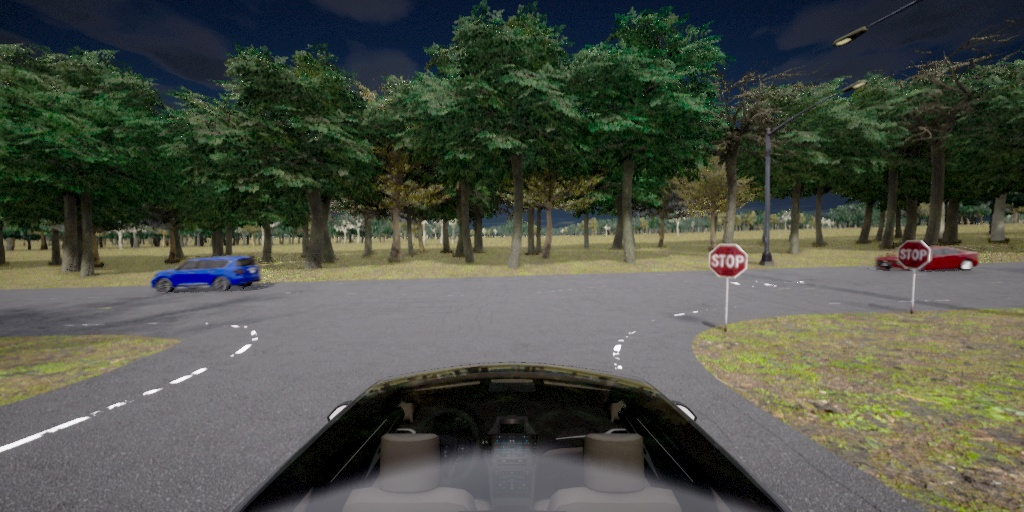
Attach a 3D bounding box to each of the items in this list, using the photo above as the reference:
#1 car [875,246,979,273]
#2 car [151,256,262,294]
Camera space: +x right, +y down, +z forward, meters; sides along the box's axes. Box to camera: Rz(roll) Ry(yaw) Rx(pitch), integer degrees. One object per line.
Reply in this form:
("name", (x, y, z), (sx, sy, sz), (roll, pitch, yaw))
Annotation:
("car", (25.297, 0.172, 21.988), (5.008, 1.535, 1.882), (-3, 3, 0))
("car", (-18.410, 1.100, 21.766), (5.566, 2.045, 2.150), (-1, 3, 0))
